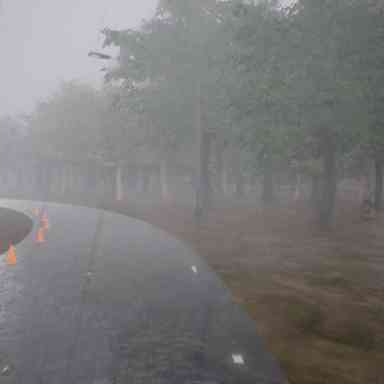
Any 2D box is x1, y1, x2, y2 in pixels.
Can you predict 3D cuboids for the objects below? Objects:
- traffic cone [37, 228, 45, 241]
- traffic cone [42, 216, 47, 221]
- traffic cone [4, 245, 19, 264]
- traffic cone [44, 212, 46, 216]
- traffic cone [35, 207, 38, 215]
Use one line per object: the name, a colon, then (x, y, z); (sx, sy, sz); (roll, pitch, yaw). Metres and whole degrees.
traffic cone: (-7.021, 1.968, 15.412); (0.340, 0.580, 0.340); (0, 1, -17)
traffic cone: (-8.624, 1.882, 19.851); (0.340, 0.580, 0.340); (-1, 2, -23)
traffic cone: (-5.875, 2.013, 10.833); (0.340, 0.580, 0.340); (0, 0, -11)
traffic cone: (-10.669, 1.757, 24.103); (0.340, 0.580, 0.340); (-1, 2, -29)
traffic cone: (-13.134, 1.595, 28.126); (0.340, 0.580, 0.340); (-1, 3, -34)
